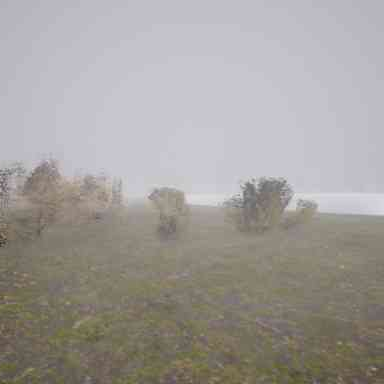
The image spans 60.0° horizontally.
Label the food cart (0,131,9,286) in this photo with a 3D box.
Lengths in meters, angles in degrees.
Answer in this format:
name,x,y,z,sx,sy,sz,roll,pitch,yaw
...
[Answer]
name,x,y,z,sx,sy,sz,roll,pitch,yaw
food cart,-6.882,0.410,8.134,4.660,3.560,2.280,-1,1,34
